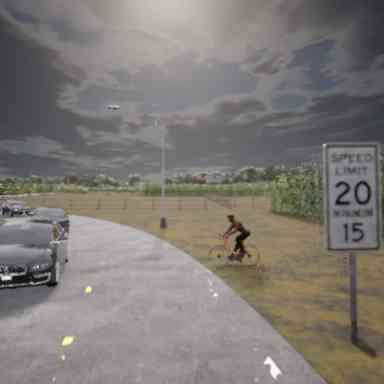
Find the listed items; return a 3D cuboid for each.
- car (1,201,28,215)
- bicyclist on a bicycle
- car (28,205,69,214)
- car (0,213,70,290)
[{"bbox_3d":[-17.527,1.635,33.177,1.837,1.490,4.892,0,0,-44],"label":"car"},{"bbox_3d":[1.303,1.484,10.085,1.656,1.620,0.582,2,-1,-14],"label":"bicyclist on a bicycle"},{"bbox_3d":[-8.492,1.614,19.803,1.882,1.535,5.008,-1,0,-28],"label":"car"},{"bbox_3d":[-4.582,1.584,9.395,1.837,1.490,4.892,-1,0,-16],"label":"car"}]
